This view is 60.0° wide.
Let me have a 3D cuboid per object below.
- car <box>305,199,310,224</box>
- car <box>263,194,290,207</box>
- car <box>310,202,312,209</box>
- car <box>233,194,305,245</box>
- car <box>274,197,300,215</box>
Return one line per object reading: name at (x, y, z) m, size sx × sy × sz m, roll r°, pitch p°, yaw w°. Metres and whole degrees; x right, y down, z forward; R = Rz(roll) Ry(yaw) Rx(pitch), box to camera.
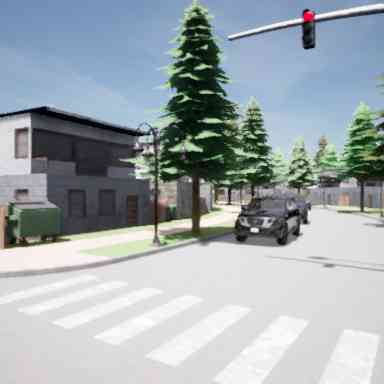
car at (7.722, 1.264, 25.660) m, size 2.150 × 2.045 × 5.566 m, roll 0°, pitch 0°, yaw 18°
car at (13.660, 1.319, 54.060) m, size 2.150 × 2.045 × 5.566 m, roll 0°, pitch 0°, yaw -9°
car at (14.266, 1.577, 44.107) m, size 2.128 × 1.511 × 4.902 m, roll 0°, pitch 0°, yaw 0°
car at (3.853, 1.240, 16.274) m, size 2.150 × 2.045 × 5.566 m, roll 0°, pitch 0°, yaw 27°
car at (9.952, 1.413, 35.266) m, size 2.097 × 1.767 × 4.553 m, roll 0°, pitch 0°, yaw 9°
